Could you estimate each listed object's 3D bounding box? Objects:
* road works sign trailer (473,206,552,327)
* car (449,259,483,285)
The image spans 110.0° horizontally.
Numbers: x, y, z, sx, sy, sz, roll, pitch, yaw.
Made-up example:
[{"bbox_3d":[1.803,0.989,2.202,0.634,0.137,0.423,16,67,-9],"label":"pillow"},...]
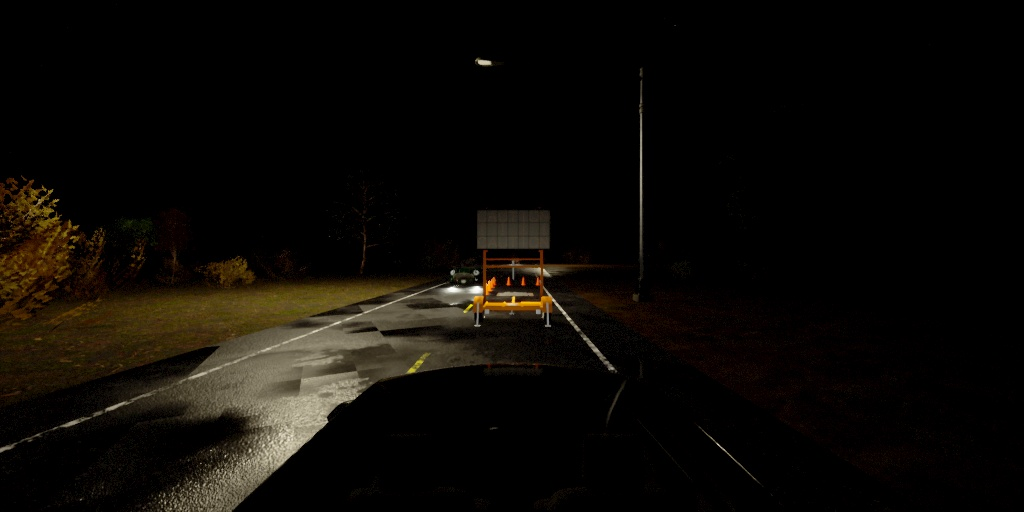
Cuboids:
[{"bbox_3d":[0.042,0.214,11.548,2.380,3.560,2.880,0,0,1],"label":"road works sign trailer"},{"bbox_3d":[-3.122,1.100,25.814,2.097,1.767,4.553,0,0,2],"label":"car"}]
